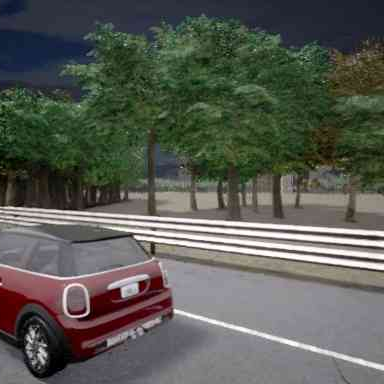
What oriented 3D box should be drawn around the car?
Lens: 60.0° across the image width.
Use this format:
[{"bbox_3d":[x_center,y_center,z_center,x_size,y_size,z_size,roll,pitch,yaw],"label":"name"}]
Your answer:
[{"bbox_3d":[-2.548,1.339,5.755,4.553,1.767,2.097,0,0,36],"label":"car"}]
